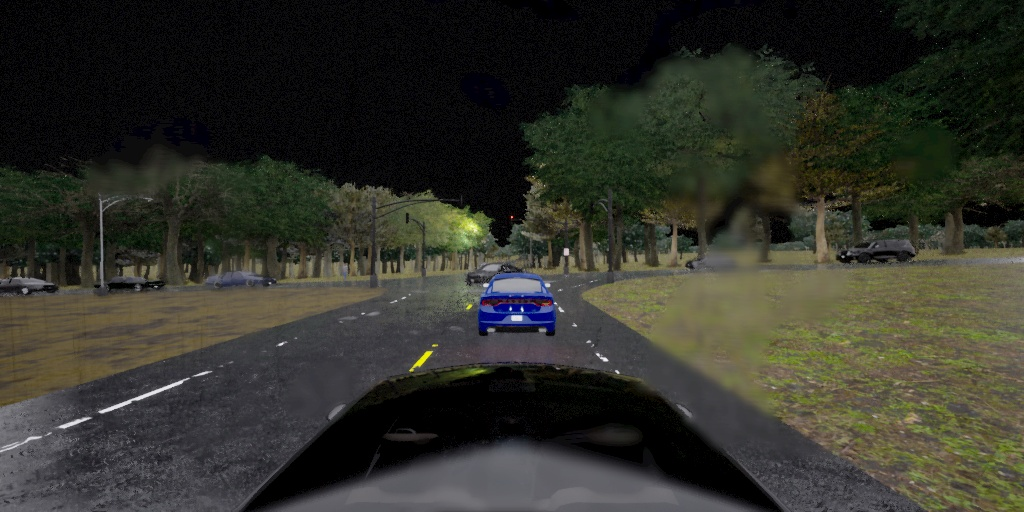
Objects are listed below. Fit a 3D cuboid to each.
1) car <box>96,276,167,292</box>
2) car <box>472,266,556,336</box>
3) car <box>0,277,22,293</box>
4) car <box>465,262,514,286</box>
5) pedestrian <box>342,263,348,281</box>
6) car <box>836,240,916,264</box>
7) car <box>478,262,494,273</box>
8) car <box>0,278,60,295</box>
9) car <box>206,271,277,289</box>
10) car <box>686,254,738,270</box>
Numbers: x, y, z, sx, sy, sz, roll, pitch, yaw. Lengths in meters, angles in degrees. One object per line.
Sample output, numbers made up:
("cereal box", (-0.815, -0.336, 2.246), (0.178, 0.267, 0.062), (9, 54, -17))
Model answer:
("car", (-33.348, 2.439, 31.511), (4.718, 1.301, 1.895), (-2, -1, 3))
("car", (0.140, 1.233, 10.444), (1.882, 1.535, 5.008), (0, 0, 1))
("car", (-53.076, 2.980, 36.131), (5.008, 1.535, 1.882), (-2, -1, 2))
("car", (-1.151, 1.224, 24.565), (1.882, 1.535, 5.008), (-2, 0, 32))
("pedestrian", (-17.861, 1.681, 38.404), (0.375, 1.860, 0.375), (0, 1, 3))
("car", (32.669, -0.346, 32.293), (5.566, 2.045, 2.150), (-2, -1, 2))
("car", (-3.867, 1.679, 53.561), (2.128, 1.511, 4.902), (0, -1, -1))
("car", (-43.512, 2.674, 31.996), (4.892, 1.490, 1.837), (-2, -1, 3))
("car", (-23.426, 2.048, 31.078), (5.357, 1.411, 2.033), (-2, -1, 6))
("car", (18.245, 0.562, 32.889), (4.181, 1.385, 1.994), (-2, -1, 1))
